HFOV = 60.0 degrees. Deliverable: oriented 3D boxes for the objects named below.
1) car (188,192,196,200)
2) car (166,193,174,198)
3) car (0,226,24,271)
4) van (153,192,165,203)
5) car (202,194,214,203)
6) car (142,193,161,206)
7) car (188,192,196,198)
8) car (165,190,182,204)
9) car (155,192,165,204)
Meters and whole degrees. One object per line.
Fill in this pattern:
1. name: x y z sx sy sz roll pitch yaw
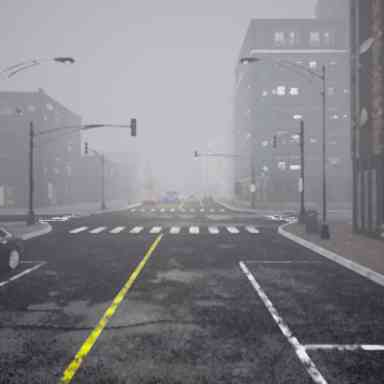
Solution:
1. car: -0.018 0.928 73.926 1.812 1.442 4.674 0 0 0
2. car: -5.698 0.901 85.640 1.802 1.307 4.206 1 0 0
3. car: -5.679 1.488 7.884 2.008 1.369 4.403 1 0 0
4. van: -5.687 0.885 57.206 1.690 1.788 3.998 1 0 0
5. car: 2.691 0.984 57.269 1.967 1.590 4.097 1 0 0
6. car: -5.764 1.180 45.838 1.887 1.381 4.507 1 0 0
7. car: -0.021 0.665 83.933 1.837 1.490 4.892 0 0 0
8. car: -3.076 0.811 51.849 2.150 2.045 5.566 0 0 0
9. car: -5.690 1.134 51.520 1.887 1.381 4.507 1 0 0
